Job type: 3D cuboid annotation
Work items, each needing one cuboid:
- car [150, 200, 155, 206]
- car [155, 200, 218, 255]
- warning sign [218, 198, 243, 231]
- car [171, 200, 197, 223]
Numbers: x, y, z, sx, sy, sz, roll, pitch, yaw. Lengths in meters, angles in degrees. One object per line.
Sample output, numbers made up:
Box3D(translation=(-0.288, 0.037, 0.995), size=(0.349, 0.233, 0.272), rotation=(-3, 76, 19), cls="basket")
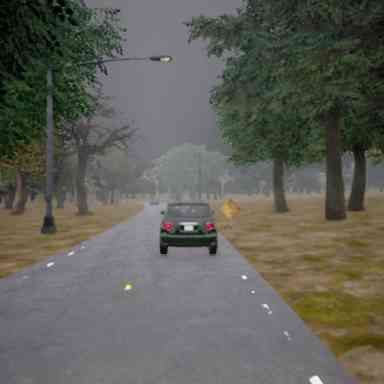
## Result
Box3D(translation=(-8.055, 2.331, 71.380), size=(2.033, 1.411, 5.357), rotation=(0, -1, -8), cls="car")
Box3D(translation=(-0.175, 1.354, 14.113), size=(2.150, 2.045, 5.566), rotation=(0, 0, -2), cls="car")
Box3D(translation=(2.272, 1.309, 19.694), size=(1.300, 1.860, 1.060), rotation=(-1, -2, -2), cls="warning sign")
Box3D(translation=(-0.810, 1.635, 29.210), size=(2.097, 1.767, 4.553), rotation=(0, -1, -3), cls="car")
